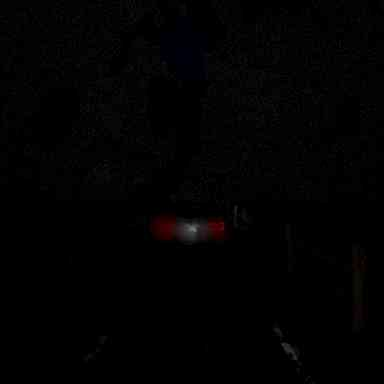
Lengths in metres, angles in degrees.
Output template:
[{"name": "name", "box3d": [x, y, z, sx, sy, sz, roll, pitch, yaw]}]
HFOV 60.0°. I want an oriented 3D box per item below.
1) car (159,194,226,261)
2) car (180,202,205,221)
[{"name": "car", "box3d": [0.036, 1.225, 12.481, 2.150, 2.045, 5.566, 0, 0, 1]}, {"name": "car", "box3d": [0.050, 1.606, 27.923, 1.895, 1.301, 4.718, 0, 0, 1]}]
